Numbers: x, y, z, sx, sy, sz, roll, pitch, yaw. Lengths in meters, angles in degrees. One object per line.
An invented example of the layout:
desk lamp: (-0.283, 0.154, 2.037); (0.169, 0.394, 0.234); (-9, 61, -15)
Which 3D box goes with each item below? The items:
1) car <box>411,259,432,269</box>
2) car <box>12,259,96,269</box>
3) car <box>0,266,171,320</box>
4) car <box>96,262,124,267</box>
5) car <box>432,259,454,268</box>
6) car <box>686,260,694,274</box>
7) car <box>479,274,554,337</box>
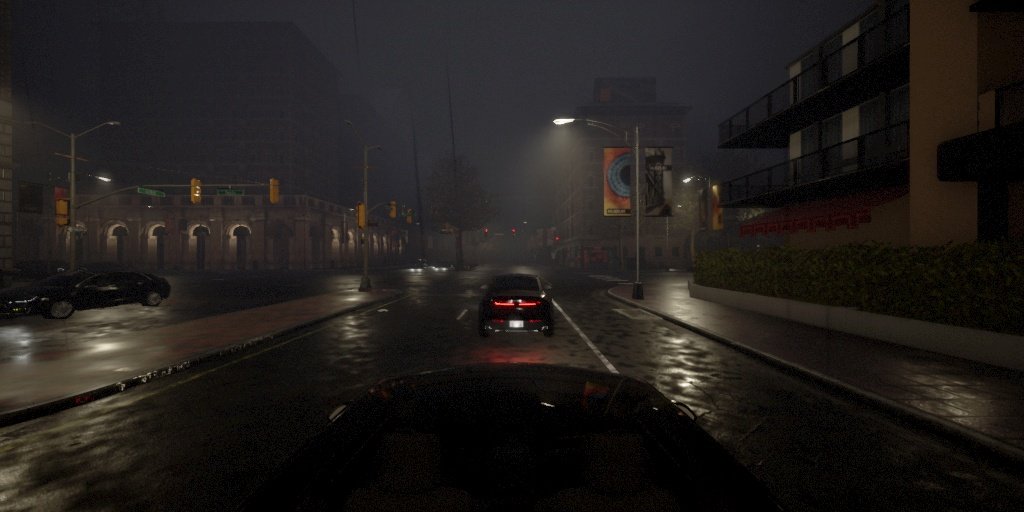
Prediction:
car: (-14.808, 1.241, 57.978); (2.128, 1.511, 4.902); (0, 0, 0)
car: (-37.259, 1.102, 28.923); (4.553, 1.767, 2.097); (0, 0, 0)
car: (-14.951, 1.259, 12.668); (1.837, 1.490, 4.892); (0, 0, 0)
car: (-36.564, 1.276, 32.422); (4.674, 1.442, 1.812); (0, 0, 0)
car: (-11.302, 1.314, 58.747); (1.994, 1.385, 4.181); (0, 0, 0)
car: (21.903, 1.350, 39.579); (4.718, 1.301, 1.895); (0, 0, 0)
car: (0.117, 1.255, 10.339); (1.837, 1.490, 4.892); (0, 0, 0)
